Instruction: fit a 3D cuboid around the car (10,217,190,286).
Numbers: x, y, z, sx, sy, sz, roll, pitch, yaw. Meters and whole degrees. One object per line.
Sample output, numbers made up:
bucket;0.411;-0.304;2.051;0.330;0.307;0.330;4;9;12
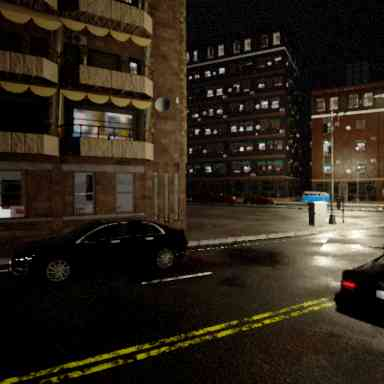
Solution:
car;-2.409;1.505;9.485;4.892;1.490;1.837;0;0;-31

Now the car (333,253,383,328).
car;4.931;1.545;6.125;5.357;1.411;2.033;0;0;-32

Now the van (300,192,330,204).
van;17.580;0.877;47.512;3.998;1.788;1.690;1;0;27

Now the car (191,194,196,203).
car;2.273;0.861;48.789;4.902;1.511;2.128;1;1;27

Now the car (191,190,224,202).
car;2.521;0.598;55.172;5.009;1.841;2.192;1;0;27

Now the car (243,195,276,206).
car;8.665;1.100;42.642;4.206;1.307;1.802;1;0;27

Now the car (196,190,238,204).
car;3.650;0.749;45.197;5.009;1.841;2.192;1;0;27
